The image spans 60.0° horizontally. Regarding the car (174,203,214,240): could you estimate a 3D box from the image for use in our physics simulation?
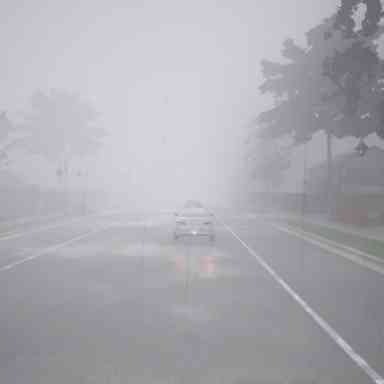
[{"bbox_3d":[0.101,1.495,16.604,1.812,1.442,4.674,0,0,0],"label":"car"}]

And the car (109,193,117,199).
[{"bbox_3d":[-23.303,1.015,92.295,4.611,1.667,2.242,0,0,1],"label":"car"}]

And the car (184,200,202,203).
[{"bbox_3d":[0.103,1.476,34.060,1.994,1.385,4.181,0,0,0],"label":"car"}]
